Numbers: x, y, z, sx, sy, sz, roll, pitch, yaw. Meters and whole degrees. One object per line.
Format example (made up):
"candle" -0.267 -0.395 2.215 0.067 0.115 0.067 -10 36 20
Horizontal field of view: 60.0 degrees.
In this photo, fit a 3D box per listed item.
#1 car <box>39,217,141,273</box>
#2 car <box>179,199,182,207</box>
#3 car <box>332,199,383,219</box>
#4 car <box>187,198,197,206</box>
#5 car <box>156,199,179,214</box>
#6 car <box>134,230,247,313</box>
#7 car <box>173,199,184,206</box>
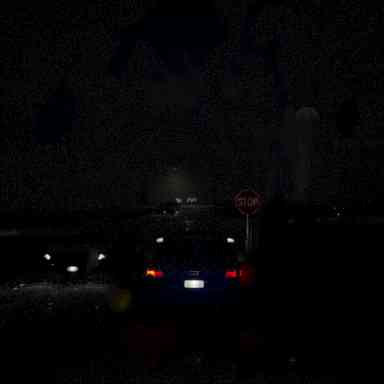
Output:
"car" -2.966 1.564 11.054 2.033 1.411 5.357 0 0 1
"car" -2.855 1.858 47.270 1.895 1.301 4.718 0 -1 0
"car" 12.644 1.195 23.806 4.718 1.301 1.895 -2 -1 -2
"car" -0.023 1.945 68.642 2.097 1.767 4.553 0 -1 0
"car" -2.867 1.693 37.351 2.033 1.411 5.357 0 0 0
"car" 0.072 1.575 7.801 1.994 1.385 4.181 0 0 1
"car" -2.782 2.142 67.750 1.994 1.385 4.181 0 -1 1
